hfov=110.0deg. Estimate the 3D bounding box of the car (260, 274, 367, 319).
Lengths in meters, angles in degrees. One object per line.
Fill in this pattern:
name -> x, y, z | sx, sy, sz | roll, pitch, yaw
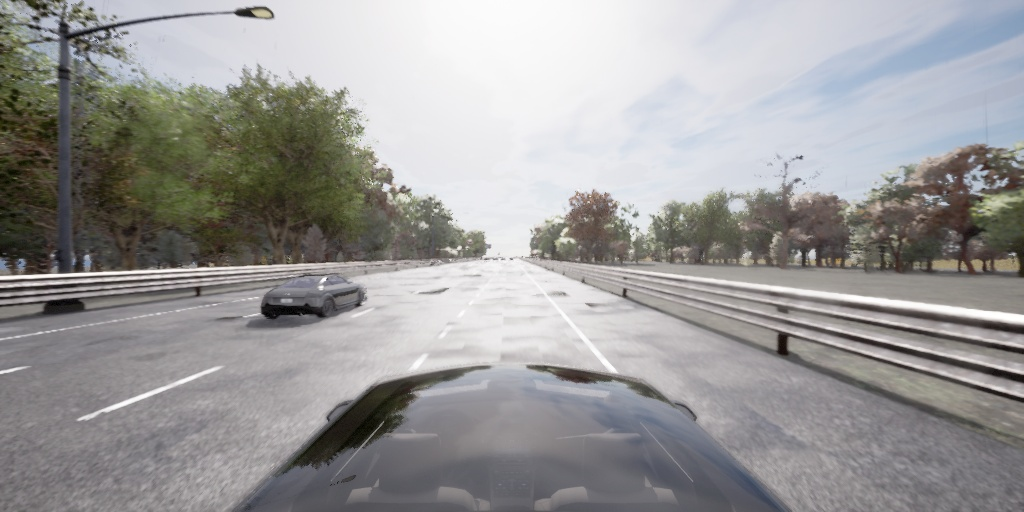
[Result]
car -> -6.856, 1.327, 12.885 | 1.994, 1.385, 4.181 | 0, 0, -1
